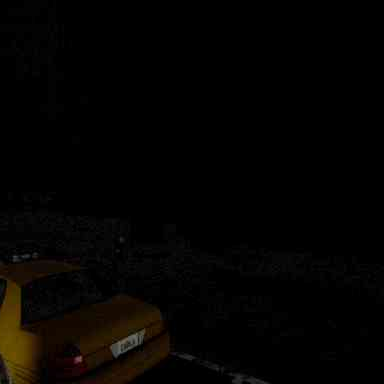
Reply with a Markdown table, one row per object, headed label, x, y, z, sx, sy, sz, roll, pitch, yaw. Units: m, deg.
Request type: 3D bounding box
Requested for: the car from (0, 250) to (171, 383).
| label | x | y | z | sx | sy | sz | roll | pitch | yaw |
| --- | --- | --- | --- | --- | --- | --- | --- | --- | --- |
| car | -2.536 | 1.525 | 4.766 | 4.829 | 1.417 | 1.752 | 0 | 0 | 35 |
